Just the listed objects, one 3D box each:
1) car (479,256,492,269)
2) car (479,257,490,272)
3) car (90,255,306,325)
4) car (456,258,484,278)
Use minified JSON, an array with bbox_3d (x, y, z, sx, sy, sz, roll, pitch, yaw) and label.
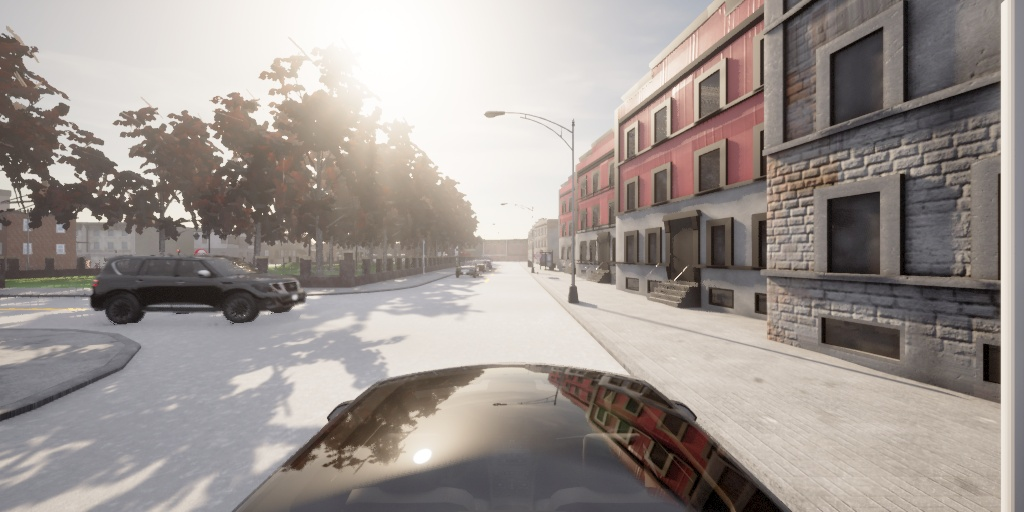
[{"bbox_3d":[-4.198,0.971,55.065,2.150,2.045,5.566,0,0,0],"label":"car"},{"bbox_3d":[-4.199,1.228,44.330,1.882,1.535,5.008,0,0,0],"label":"car"},{"bbox_3d":[-9.752,0.972,11.416,5.566,2.045,2.150,0,0,-2],"label":"car"},{"bbox_3d":[-4.179,1.241,34.182,2.128,1.511,4.902,0,0,0],"label":"car"}]
